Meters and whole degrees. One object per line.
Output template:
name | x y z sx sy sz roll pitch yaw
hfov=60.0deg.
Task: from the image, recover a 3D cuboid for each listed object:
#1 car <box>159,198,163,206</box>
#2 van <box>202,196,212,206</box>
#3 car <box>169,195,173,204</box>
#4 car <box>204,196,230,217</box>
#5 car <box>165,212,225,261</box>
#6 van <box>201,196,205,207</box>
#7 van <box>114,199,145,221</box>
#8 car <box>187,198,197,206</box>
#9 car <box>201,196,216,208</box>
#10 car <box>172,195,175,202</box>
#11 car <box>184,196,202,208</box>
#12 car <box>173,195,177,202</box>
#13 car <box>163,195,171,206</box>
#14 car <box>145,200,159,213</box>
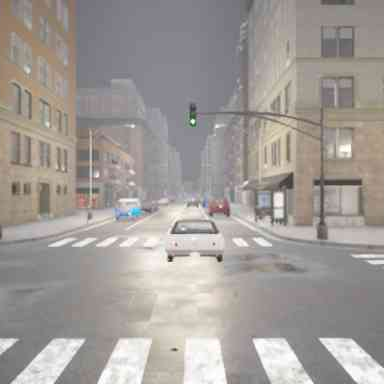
car | -5.390 1.769 44.536 1.887 1.381 4.507 0 0 0
van | 2.699 1.646 60.755 1.690 1.788 3.998 0 0 0
car | -5.377 1.882 66.161 2.008 1.369 4.403 0 0 0
car | 2.715 1.486 33.723 2.192 1.841 5.009 0 0 0
car | 0.096 1.658 12.478 1.895 1.301 4.718 0 0 0
van | 2.705 1.592 49.942 1.690 1.788 3.998 0 0 0
van | -5.399 1.485 28.318 1.690 1.788 3.998 0 0 0
car | 0.021 1.919 63.549 1.895 1.301 4.718 0 0 0
car | 2.702 1.593 55.349 2.192 1.841 5.009 0 0 0
car | -5.374 1.924 71.567 1.947 1.339 4.313 0 0 0
car | 0.122 1.759 53.184 2.128 1.511 4.902 0 0 0
car | -5.371 1.700 76.974 2.192 1.841 5.009 0 0 0
car | -5.380 1.829 60.586 1.752 1.417 4.829 0 0 0
car | -5.393 1.764 39.130 1.947 1.339 4.313 0 0 0
